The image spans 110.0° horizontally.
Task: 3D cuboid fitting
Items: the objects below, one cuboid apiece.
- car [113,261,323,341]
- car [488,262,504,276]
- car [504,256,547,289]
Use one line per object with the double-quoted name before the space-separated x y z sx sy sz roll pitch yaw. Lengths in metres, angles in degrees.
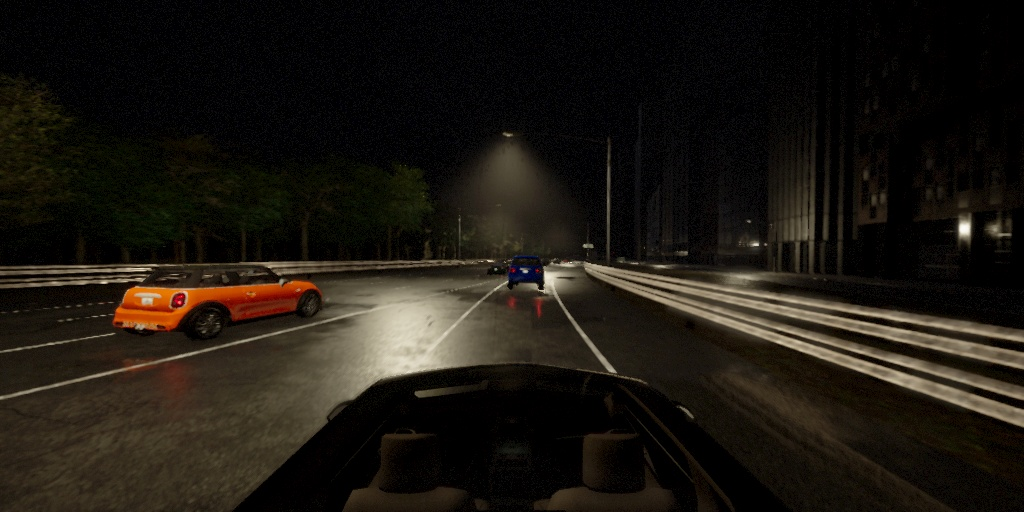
"car" -7.484 1.009 9.875 2.097 1.767 4.553 1 0 12
"car" -1.230 1.353 38.918 1.994 1.385 4.181 1 0 12
"car" 1.034 1.002 23.521 2.150 2.045 5.566 0 0 6
